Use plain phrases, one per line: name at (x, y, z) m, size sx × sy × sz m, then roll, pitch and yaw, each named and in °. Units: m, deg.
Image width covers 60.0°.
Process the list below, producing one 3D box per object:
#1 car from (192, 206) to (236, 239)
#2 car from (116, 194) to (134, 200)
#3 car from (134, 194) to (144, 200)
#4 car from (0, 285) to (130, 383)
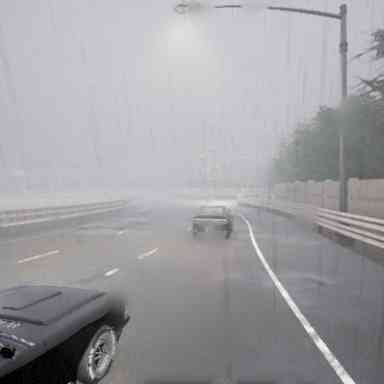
car at (1.175, 1.464, 17.291) m, size 2.128 × 1.511 × 4.902 m, roll 0°, pitch 0°, yaw 9°
car at (-17.305, 1.402, 86.226) m, size 1.994 × 1.385 × 4.181 m, roll 0°, pitch 0°, yaw -32°
car at (-14.202, 1.371, 87.843) m, size 2.128 × 1.511 × 4.902 m, roll 0°, pitch 0°, yaw -32°
car at (-2.373, 1.595, 2.728) m, size 1.895 × 1.301 × 4.718 m, roll 0°, pitch 0°, yaw 18°
